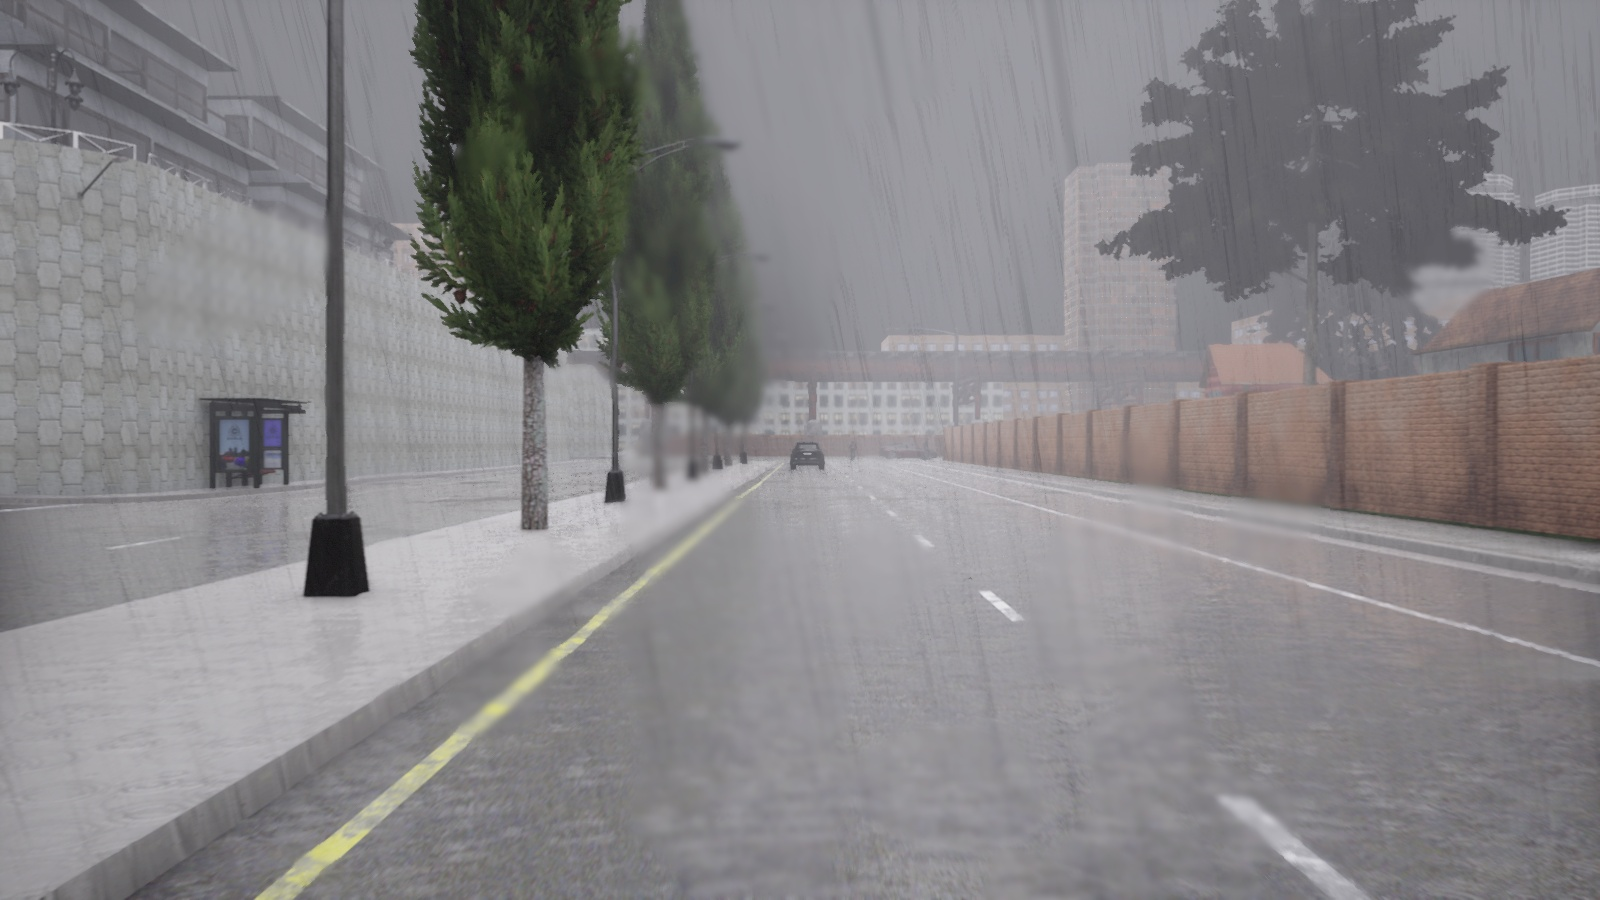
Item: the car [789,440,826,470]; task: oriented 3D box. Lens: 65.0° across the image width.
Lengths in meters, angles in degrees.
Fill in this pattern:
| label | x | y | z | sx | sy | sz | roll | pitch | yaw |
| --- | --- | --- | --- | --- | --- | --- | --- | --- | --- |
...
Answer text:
| label | x | y | z | sx | sy | sz | roll | pitch | yaw |
| --- | --- | --- | --- | --- | --- | --- | --- | --- | --- |
| car | 0.426 | 0.270 | 72.152 | 2.033 | 1.649 | 4.856 | 0 | 0 | 0 |
